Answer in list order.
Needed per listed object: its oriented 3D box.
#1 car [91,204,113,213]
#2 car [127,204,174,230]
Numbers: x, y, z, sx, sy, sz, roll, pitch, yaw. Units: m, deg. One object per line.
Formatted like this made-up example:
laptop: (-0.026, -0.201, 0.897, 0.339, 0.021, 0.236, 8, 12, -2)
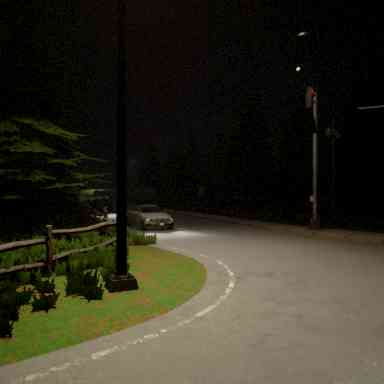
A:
car: (-9.750, 1.465, 35.875, 2.128, 1.511, 4.902, 0, 0, -24)
car: (-2.693, 1.499, 20.379, 1.812, 1.442, 4.674, 0, 0, -27)
